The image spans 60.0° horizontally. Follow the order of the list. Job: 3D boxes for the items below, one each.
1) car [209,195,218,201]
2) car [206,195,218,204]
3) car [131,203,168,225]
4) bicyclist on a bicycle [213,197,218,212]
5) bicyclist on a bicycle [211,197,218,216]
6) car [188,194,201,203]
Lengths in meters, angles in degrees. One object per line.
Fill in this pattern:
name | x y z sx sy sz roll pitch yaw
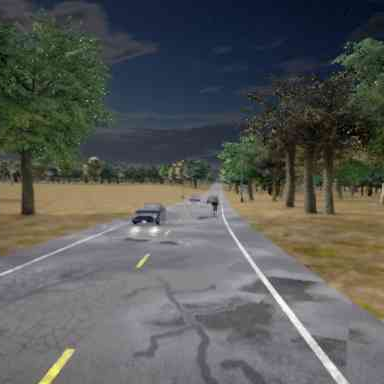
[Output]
car | 4.925 1.343 75.432 2.033 1.411 5.357 0 0 5
car | 3.550 1.367 58.917 2.128 1.511 4.902 0 0 6
car | -2.894 1.506 23.783 2.033 1.411 5.357 0 0 3
bicyclist on a bicycle | 2.599 1.393 36.897 0.582 1.620 1.656 0 0 5
bicyclist on a bicycle | 1.930 1.331 27.936 0.659 1.776 1.843 0 0 4
car | 0.528 1.190 65.326 2.097 1.767 4.553 0 0 5
